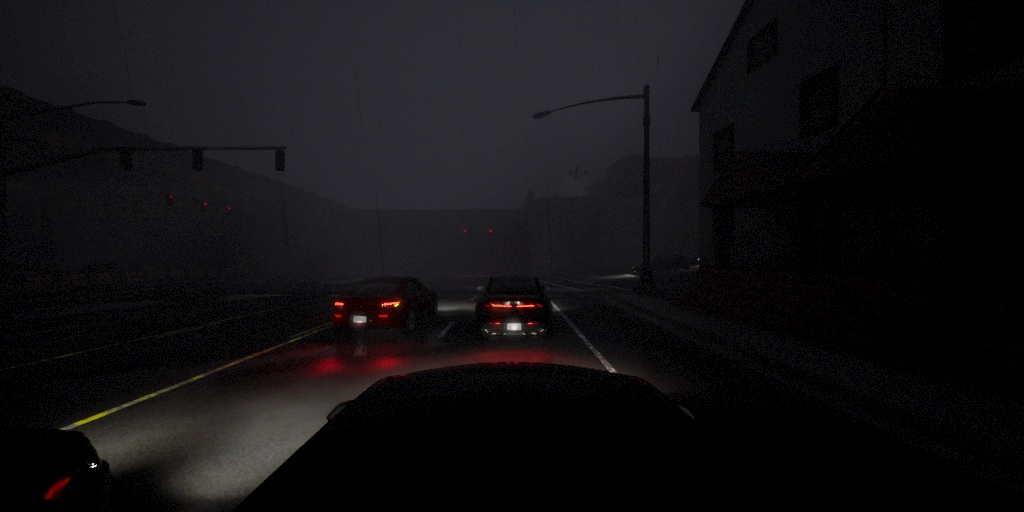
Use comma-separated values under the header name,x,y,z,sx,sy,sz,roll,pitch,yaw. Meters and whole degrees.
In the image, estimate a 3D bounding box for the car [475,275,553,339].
name,x,y,z,sx,sy,sz,roll,pitch,yaw
car,0.044,1.255,10.034,1.837,1.490,4.892,0,0,0

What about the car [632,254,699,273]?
name,x,y,z,sx,sy,sz,roll,pitch,yaw
car,13.035,0.603,30.422,5.357,1.411,2.033,-7,0,-1

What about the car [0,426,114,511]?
name,x,y,z,sx,sy,sz,roll,pitch,yaw
car,-3.401,1.255,0.168,1.837,1.490,4.892,0,0,0

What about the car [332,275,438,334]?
name,x,y,z,sx,sy,sz,roll,pitch,yaw
car,-3.451,1.276,10.451,1.812,1.442,4.674,0,0,0
